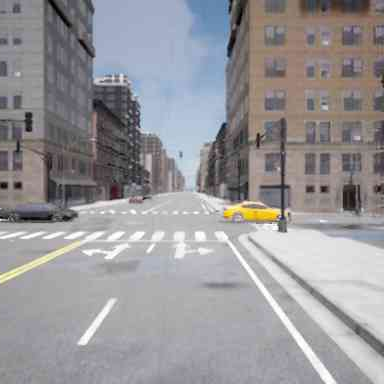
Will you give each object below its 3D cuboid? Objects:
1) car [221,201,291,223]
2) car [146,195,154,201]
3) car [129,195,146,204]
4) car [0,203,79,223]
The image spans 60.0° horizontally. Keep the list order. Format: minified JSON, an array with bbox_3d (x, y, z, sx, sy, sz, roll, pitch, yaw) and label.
[{"bbox_3d":[4.652,1.478,24.194,5.008,1.535,1.882,2,0,0],"label":"car"},{"bbox_3d":[-9.722,1.233,74.168,1.895,1.301,4.718,0,0,0],"label":"car"},{"bbox_3d":[-9.751,1.385,57.955,1.895,1.301,4.718,0,0,1],"label":"car"},{"bbox_3d":[-11.062,1.488,24.072,5.357,1.411,2.033,0,0,0],"label":"car"}]
